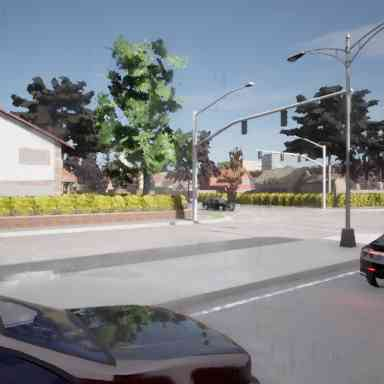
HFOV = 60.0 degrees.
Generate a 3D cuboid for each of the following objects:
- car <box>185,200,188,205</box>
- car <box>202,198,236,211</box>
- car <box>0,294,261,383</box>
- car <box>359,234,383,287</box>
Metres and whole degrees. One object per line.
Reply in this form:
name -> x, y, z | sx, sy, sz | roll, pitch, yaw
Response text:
car -> -2.554, 1.352, 47.997 | 2.097, 1.767, 4.553 | 0, 0, -36
car -> 3.196, 1.505, 40.086 | 1.837, 1.490, 4.892 | 0, 0, -36
car -> -1.969, 1.547, 2.344 | 5.357, 1.411, 2.033 | 0, 0, -35
car -> 5.998, 1.492, 8.063 | 4.902, 1.511, 2.128 | 0, 0, -35
